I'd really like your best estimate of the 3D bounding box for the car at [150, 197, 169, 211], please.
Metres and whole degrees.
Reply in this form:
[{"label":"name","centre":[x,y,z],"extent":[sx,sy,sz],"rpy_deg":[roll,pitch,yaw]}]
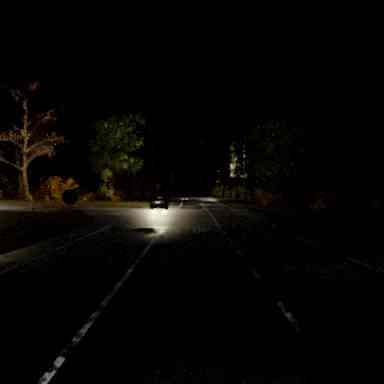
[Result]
[{"label":"car","centre":[-3.501,1.262,36.995],"extent":[2.033,1.411,5.357],"rpy_deg":[1,0,0]}]
